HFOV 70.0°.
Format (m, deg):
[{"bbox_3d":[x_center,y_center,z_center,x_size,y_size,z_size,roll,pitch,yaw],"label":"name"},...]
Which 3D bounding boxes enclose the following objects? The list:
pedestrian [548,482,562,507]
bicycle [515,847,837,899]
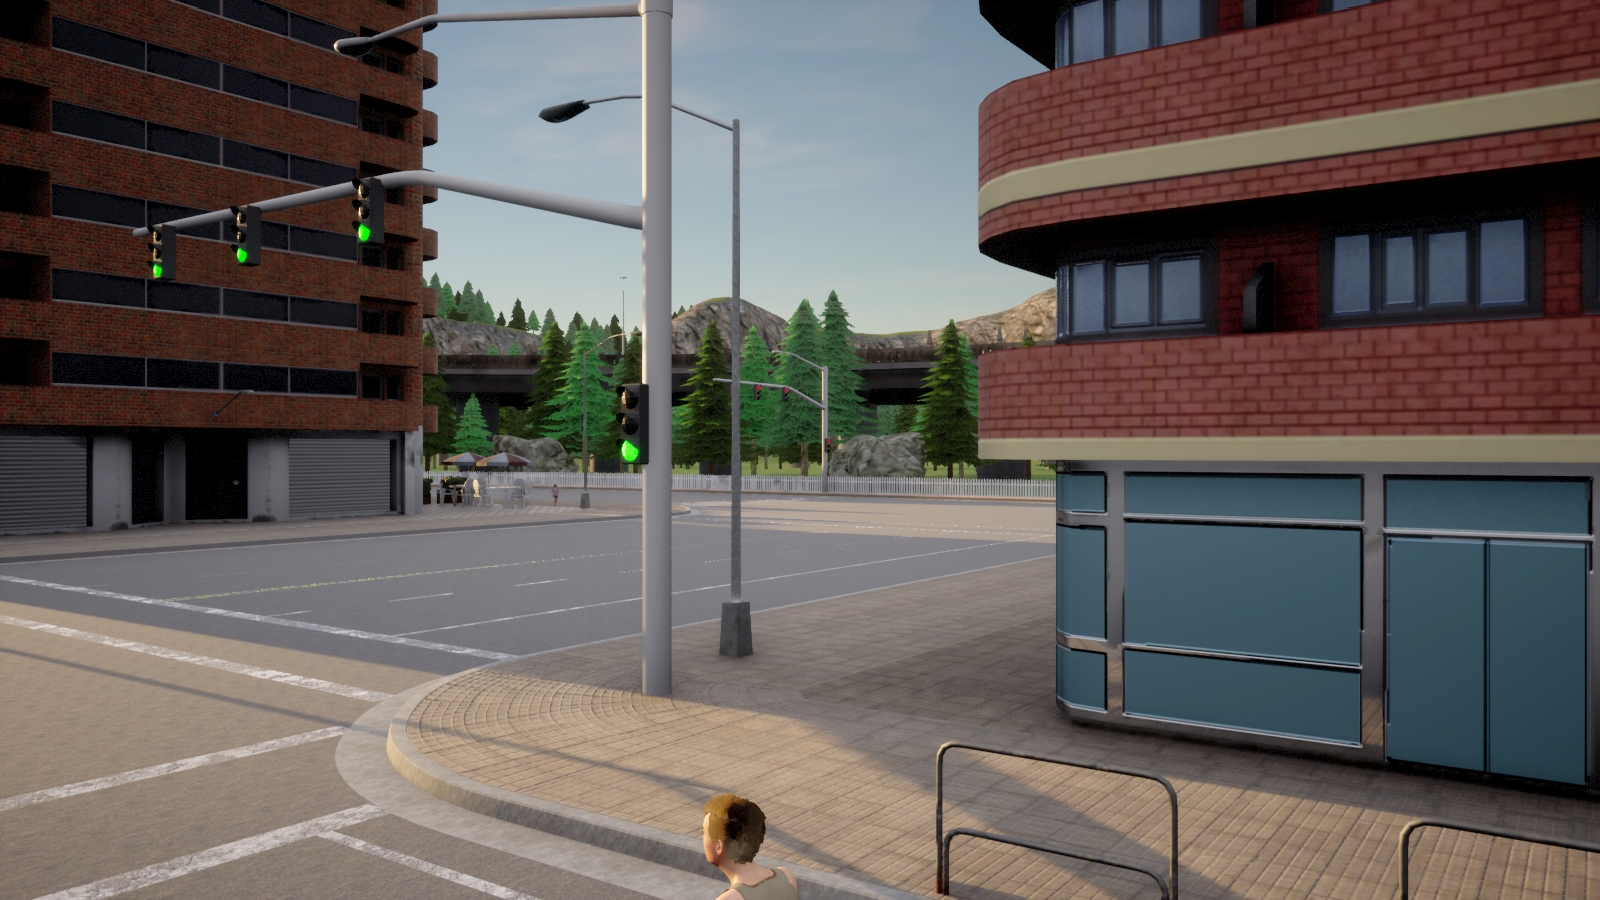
[{"bbox_3d":[-11.117,2.020,51.821,0.500,1.100,0.500,0,0,-31],"label":"pedestrian"},{"bbox_3d":[-0.301,2.233,4.022,1.487,1.126,0.859,0,0,35],"label":"bicycle"}]
